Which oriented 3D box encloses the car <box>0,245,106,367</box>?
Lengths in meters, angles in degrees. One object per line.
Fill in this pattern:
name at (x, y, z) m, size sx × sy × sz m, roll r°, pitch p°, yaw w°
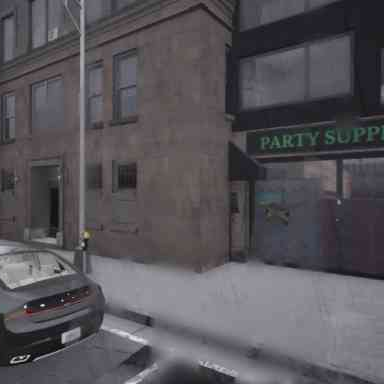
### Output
car at (-3.282, 1.550, 5.416) m, size 4.403 × 1.369 × 2.008 m, roll 0°, pitch 0°, yaw 35°
